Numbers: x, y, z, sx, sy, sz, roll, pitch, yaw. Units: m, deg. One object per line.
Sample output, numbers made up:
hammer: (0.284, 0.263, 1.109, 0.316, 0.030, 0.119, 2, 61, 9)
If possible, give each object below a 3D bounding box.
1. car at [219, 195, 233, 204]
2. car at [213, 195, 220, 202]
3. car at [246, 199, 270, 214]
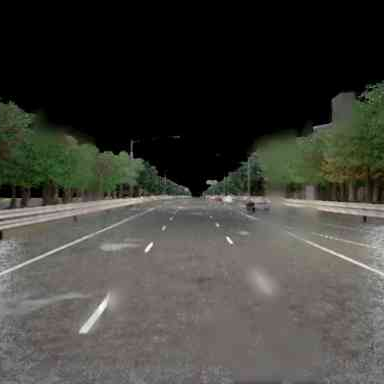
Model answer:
car: (7.040, 1.583, 66.224, 1.812, 1.442, 4.674, 0, 0, 0)
car: (7.104, 1.517, 82.298, 2.097, 1.767, 4.553, 0, -1, 0)
car: (7.040, 1.504, 35.871, 2.128, 1.511, 4.902, 0, 0, -1)
